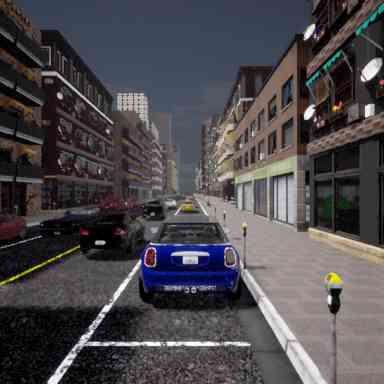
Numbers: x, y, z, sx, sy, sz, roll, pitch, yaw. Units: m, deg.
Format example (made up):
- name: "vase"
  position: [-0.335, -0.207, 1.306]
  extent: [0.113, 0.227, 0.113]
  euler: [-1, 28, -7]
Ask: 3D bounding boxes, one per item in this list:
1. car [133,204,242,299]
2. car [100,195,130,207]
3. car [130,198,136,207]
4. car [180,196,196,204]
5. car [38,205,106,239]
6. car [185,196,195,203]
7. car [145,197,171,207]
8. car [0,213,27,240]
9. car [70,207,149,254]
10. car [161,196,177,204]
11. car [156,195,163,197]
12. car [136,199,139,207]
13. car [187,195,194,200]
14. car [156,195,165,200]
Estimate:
- name: "car"
  position: [-0.032, 1.353, 8.619]
  extent: [2.097, 1.767, 4.553]
  euler: [0, 0, 0]
- name: "car"
  position: [-8.833, 1.314, 37.157]
  extent: [2.192, 1.841, 5.009]
  euler: [0, 0, 0]
- name: "car"
  position: [-8.834, 1.439, 42.793]
  extent: [1.967, 1.590, 4.097]
  euler: [0, 0, 0]
- name: "car"
  position: [-0.454, 1.525, 37.323]
  extent: [1.752, 1.417, 4.829]
  euler: [0, 0, 0]
- name: "car"
  position: [-6.247, 1.601, 17.618]
  extent: [1.895, 1.301, 4.718]
  euler: [0, 0, 0]
- name: "car"
  position: [-0.453, 1.545, 70.970]
  extent: [2.008, 1.369, 4.403]
  euler: [0, 0, 0]
- name: "car"
  position: [-3.145, 1.505, 29.183]
  extent: [1.837, 1.490, 4.892]
  euler: [0, 0, 0]
- name: "car"
  position: [-8.835, 1.583, 14.612]
  extent: [1.802, 1.307, 4.206]
  euler: [0, 0, 0]
- name: "car"
  position: [-3.045, 1.526, 13.352]
  extent: [1.812, 1.442, 4.674]
  euler: [0, 0, 0]
- name: "car"
  position: [-3.044, 1.599, 45.114]
  extent: [1.895, 1.301, 4.718]
  euler: [0, 0, 0]
- name: "car"
  position: [-8.834, 1.541, 87.882]
  extent: [2.008, 1.369, 4.403]
  euler: [0, 0, 0]
- name: "car"
  position: [-8.834, 1.543, 48.430]
  extent: [1.887, 1.381, 4.507]
  euler: [0, 0, 0]
- name: "car"
  position: [-0.452, 1.513, 93.685]
  extent: [1.752, 1.417, 4.829]
  euler: [0, 0, 0]
- name: "car"
  position: [-8.834, 1.539, 93.519]
  extent: [2.008, 1.369, 4.403]
  euler: [0, 0, 0]
